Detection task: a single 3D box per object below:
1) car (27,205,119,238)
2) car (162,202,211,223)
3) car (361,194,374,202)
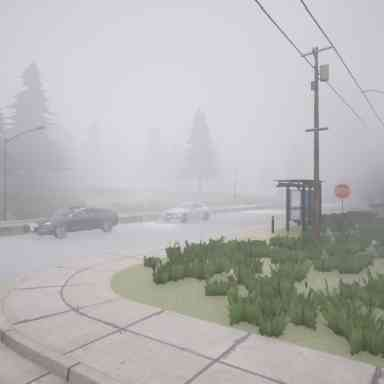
[{"bbox_3d":[-6.157,1.492,17.766,2.128,1.511,4.902,0,0,36],"label":"car"},{"bbox_3d":[-0.311,1.526,25.839,1.812,1.442,4.674,0,0,36],"label":"car"},{"bbox_3d":[40.426,1.355,76.462,2.097,1.767,4.553,0,0,36],"label":"car"}]
